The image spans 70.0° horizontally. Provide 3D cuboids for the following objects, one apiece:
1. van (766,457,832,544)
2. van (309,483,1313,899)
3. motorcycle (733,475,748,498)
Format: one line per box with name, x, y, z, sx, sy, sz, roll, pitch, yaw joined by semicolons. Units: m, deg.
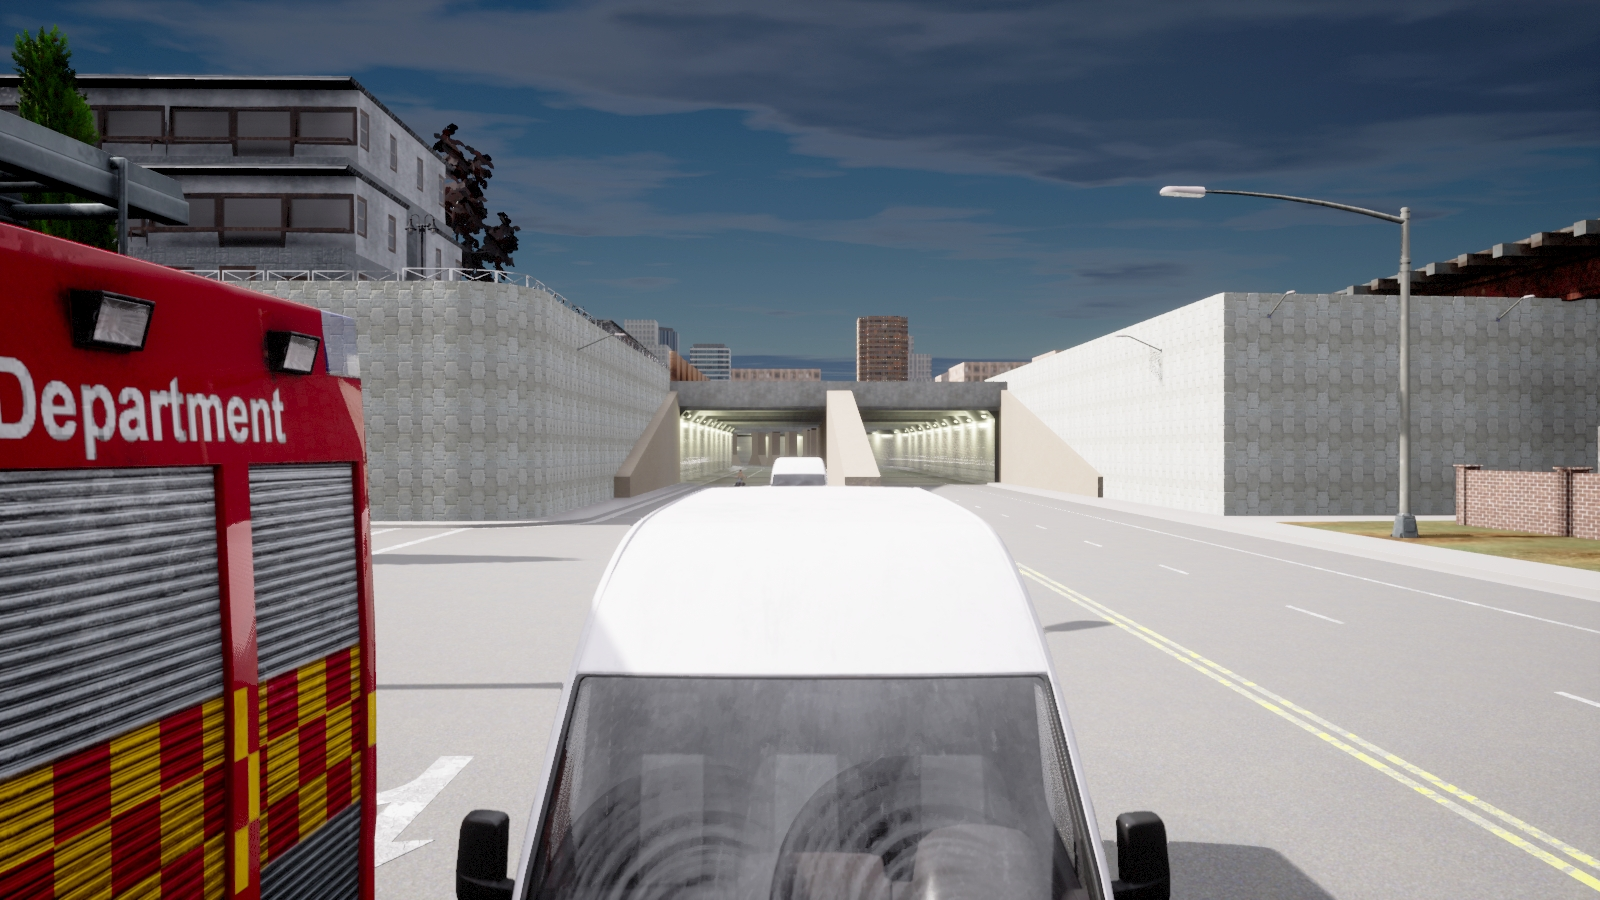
van;-0.035;1.534;37.316;1.988;2.561;5.915;0;0;0
van;0.047;1.533;5.228;1.988;2.561;5.915;0;0;1
motorcycle;-3.551;2.168;67.933;0.764;1.277;2.356;-1;0;0
